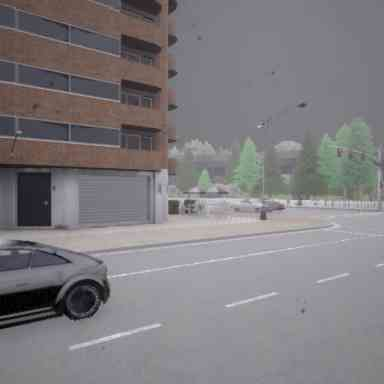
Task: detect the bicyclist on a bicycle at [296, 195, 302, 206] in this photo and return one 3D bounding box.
[{"bbox_3d":[15.294,1.245,47.289,1.656,1.620,0.582,0,0,-36],"label":"bicyclist on a bicycle"}]

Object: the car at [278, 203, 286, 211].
[{"bbox_3d":[8.513,1.508,37.819,1.994,1.385,4.181,0,0,-36],"label":"car"}]

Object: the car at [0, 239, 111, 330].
[{"bbox_3d":[-3.576,1.564,5.739,4.181,1.385,1.994,0,0,-36],"label":"car"}]

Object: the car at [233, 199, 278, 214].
[{"bbox_3d":[6.331,1.470,34.911,1.812,1.442,4.674,0,0,-36],"label":"car"}]
